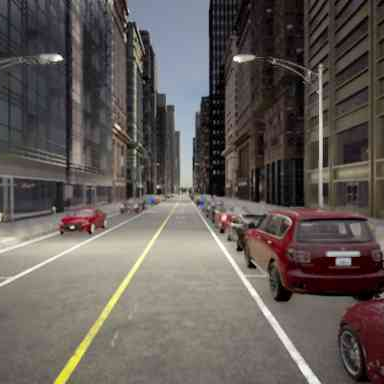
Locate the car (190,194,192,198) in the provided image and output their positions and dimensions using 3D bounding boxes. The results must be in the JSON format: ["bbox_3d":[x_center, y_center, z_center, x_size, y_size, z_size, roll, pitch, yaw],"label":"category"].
[{"bbox_3d":[1.169,1.584,75.423,1.802,1.307,4.206,0,0,-1],"label":"car"}]

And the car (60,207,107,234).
[{"bbox_3d":[-6.156,1.566,19.224,1.887,1.381,4.507,0,0,-1],"label":"car"}]

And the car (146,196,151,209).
[{"bbox_3d":[-6.636,1.569,41.627,1.887,1.381,4.507,0,0,-1],"label":"car"}]

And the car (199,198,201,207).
[{"bbox_3d":[2.008,1.577,36.220,1.802,1.307,4.206,0,0,-1],"label":"car"}]

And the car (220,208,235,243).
[{"bbox_3d":[2.487,1.557,13.818,1.947,1.339,4.313,0,0,-1],"label":"car"}]

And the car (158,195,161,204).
[{"bbox_3d":[-6.995,1.573,58.431,1.887,1.381,4.507,0,0,-1],"label":"car"}]

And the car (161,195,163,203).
[{"bbox_3d":[-7.115,1.574,64.031,1.887,1.381,4.507,0,0,-1],"label":"car"}]

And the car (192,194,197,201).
[{"bbox_3d":[1.528,1.543,58.622,1.887,1.381,4.507,0,0,-1],"label":"car"}]

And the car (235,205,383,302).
[{"bbox_3d":[2.605,1.306,8.217,2.192,1.841,5.009,0,0,-1],"label":"car"}]

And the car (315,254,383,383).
[{"bbox_3d":[2.727,1.572,2.617,1.802,1.307,4.206,0,0,-1],"label":"car"}]

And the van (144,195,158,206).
[{"bbox_3d":[-6.877,1.368,52.830,1.690,1.788,3.998,0,0,-1],"label":"van"}]

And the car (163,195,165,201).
[{"bbox_3d":[-7.231,1.556,69.462,1.752,1.417,4.829,0,0,-1],"label":"car"}]

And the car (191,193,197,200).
[{"bbox_3d":[1.407,1.440,64.222,1.967,1.590,4.097,0,0,-1],"label":"car"}]

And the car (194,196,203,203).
[{"bbox_3d":[1.284,1.527,69.993,1.752,1.417,4.829,0,0,-1],"label":"car"}]

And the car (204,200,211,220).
[{"bbox_3d":[2.247,1.559,25.018,1.947,1.339,4.313,0,0,-1],"label":"car"}]

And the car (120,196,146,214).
[{"bbox_3d":[-6.517,1.464,36.027,1.967,1.590,4.097,0,0,-1],"label":"car"}]

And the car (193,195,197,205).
[{"bbox_3d":[1.648,1.542,53.021,1.887,1.381,4.507,0,0,-1],"label":"car"}]

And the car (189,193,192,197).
[{"bbox_3d":[0.929,1.550,86.624,1.887,1.381,4.507,0,0,-1],"label":"car"}]

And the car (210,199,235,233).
[{"bbox_3d":[2.366,1.432,19.418,1.967,1.590,4.097,0,0,-1],"label":"car"}]

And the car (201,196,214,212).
[{"bbox_3d":[2.126,1.434,30.619,1.967,1.590,4.097,0,0,-1],"label":"car"}]

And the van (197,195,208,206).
[{"bbox_3d":[1.886,1.337,41.819,1.690,1.788,3.998,0,0,-1],"label":"van"}]

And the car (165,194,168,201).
[{"bbox_3d":[-7.475,1.473,80.834,1.967,1.590,4.097,0,0,-1],"label":"car"}]
